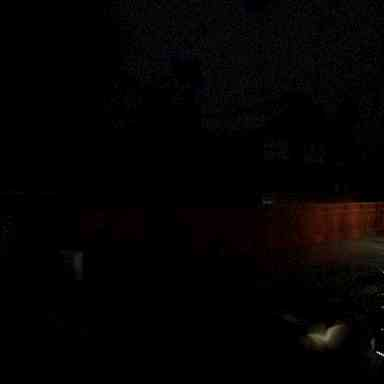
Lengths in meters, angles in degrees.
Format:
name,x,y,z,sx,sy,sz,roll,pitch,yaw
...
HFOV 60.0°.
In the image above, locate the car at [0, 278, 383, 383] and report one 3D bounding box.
name,x,y,z,sx,sy,sz,roll,pitch,yaw
car,-0.581,1.544,2.594,5.357,1.411,2.033,0,0,-35
